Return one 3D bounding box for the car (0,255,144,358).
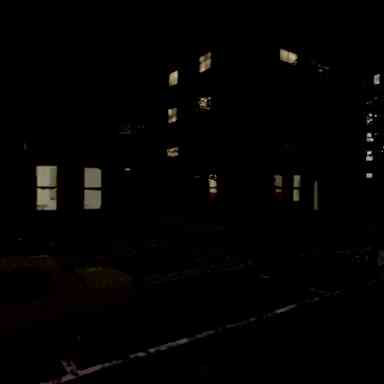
[{"bbox_3d":[-3.052,1.526,4.459,4.829,1.417,1.752,0,1,-35],"label":"car"}]

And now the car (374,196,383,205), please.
[{"bbox_3d":[25.720,1.141,42.467,1.887,1.381,4.507,2,0,-36],"label":"car"}]

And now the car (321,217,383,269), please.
[{"bbox_3d":[6.065,1.544,11.025,4.403,1.369,2.008,0,1,-35],"label":"car"}]

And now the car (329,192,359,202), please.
[{"bbox_3d":[25.842,0.889,56.684,1.967,1.590,4.097,2,0,-36],"label":"car"}]

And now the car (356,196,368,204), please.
[{"bbox_3d":[22.441,1.035,47.106,1.887,1.381,4.507,2,0,-36],"label":"car"}]
